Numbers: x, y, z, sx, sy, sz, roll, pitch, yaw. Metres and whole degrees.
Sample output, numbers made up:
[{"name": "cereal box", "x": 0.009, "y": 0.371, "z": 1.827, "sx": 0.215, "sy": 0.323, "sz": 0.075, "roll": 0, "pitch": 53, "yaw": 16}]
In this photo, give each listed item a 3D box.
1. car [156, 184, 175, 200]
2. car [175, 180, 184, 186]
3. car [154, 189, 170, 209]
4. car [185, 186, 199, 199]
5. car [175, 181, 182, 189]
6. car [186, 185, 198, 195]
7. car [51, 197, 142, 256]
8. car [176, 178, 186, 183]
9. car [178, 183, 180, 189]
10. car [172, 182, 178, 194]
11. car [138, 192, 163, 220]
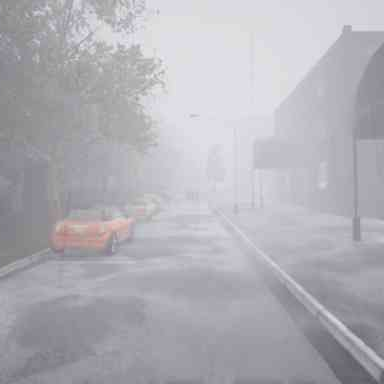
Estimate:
[{"name": "car", "x": -3.654, "y": 0.228, "z": 40.967, "sx": 2.185, "sy": 1.767, "sz": 4.553, "roll": 0, "pitch": 3, "yaw": 2}, {"name": "car", "x": -3.651, "y": -1.376, "z": 74.417, "sx": 2.163, "sy": 1.488, "sz": 4.792, "roll": 0, "pitch": 3, "yaw": 2}, {"name": "car", "x": -3.634, "y": 0.891, "z": 29.849, "sx": 2.231, "sy": 1.521, "sz": 4.892, "roll": 1, "pitch": 3, "yaw": 2}, {"name": "car", "x": 0.000, "y": 0.091, "z": 45.993, "sx": 1.882, "sy": 1.535, "sz": 5.008, "roll": 0, "pitch": 3, "yaw": 0}, {"name": "car", "x": -3.645, "y": -0.825, "z": 63.444, "sx": 1.946, "sy": 1.575, "sz": 5.366, "roll": 0, "pitch": 3, "yaw": 2}, {"name": "car", "x": 0.001, "y": -0.386, "z": 56.462, "sx": 2.033, "sy": 1.411, "sz": 5.357, "roll": 0, "pitch": 3, "yaw": 0}, {"name": "car", "x": -3.628, "y": 1.254, "z": 13.092, "sx": 2.185, "sy": 1.767, "sz": 4.553, "roll": 2, "pitch": 1, "yaw": 2}, {"name": "car", "x": -3.652, "y": -2.301, "z": 91.069, "sx": 2.097, "sy": 1.535, "sz": 5.008, "roll": 0, "pitch": 3, "yaw": 2}, {"name": "car", "x": -3.653, "y": -0.226, "z": 52.126, "sx": 2.231, "sy": 1.521, "sz": 4.892, "roll": 0, "pitch": 3, "yaw": 2}, {"name": "car", "x": -3.654, "y": -0.061, "z": 46.531, "sx": 2.185, "sy": 1.767, "sz": 4.553, "roll": 0, "pitch": 3, "yaw": 2}, {"name": "car", "x": -3.630, "y": 1.088, "z": 24.113, "sx": 1.946, "sy": 1.575, "sz": 5.366, "roll": 1, "pitch": 2, "yaw": 2}]
